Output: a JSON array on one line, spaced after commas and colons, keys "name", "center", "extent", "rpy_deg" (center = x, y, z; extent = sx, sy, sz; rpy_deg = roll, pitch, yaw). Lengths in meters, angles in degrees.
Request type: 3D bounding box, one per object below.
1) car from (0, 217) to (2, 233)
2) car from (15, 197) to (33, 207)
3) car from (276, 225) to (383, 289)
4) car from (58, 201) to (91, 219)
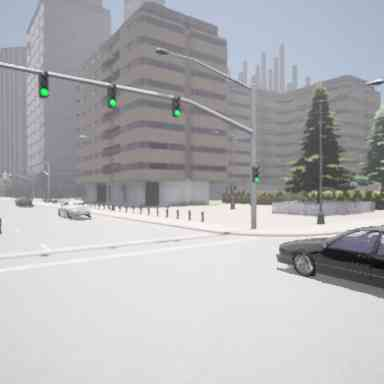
[{"name": "car", "center": [-11.942, 1.593, 18.756], "extent": [1.895, 1.301, 4.718], "rpy_deg": [-1, 0, -35]}, {"name": "car", "center": [-24.888, 1.502, 49.242], "extent": [1.837, 1.490, 4.892], "rpy_deg": [-1, 0, -35]}, {"name": "car", "center": [4.488, 1.487, 7.614], "extent": [2.033, 1.411, 5.357], "rpy_deg": [-1, 0, -33]}, {"name": "car", "center": [-10.022, 1.469, 28.314], "extent": [1.812, 1.442, 4.674], "rpy_deg": [-1, 0, -35]}]
